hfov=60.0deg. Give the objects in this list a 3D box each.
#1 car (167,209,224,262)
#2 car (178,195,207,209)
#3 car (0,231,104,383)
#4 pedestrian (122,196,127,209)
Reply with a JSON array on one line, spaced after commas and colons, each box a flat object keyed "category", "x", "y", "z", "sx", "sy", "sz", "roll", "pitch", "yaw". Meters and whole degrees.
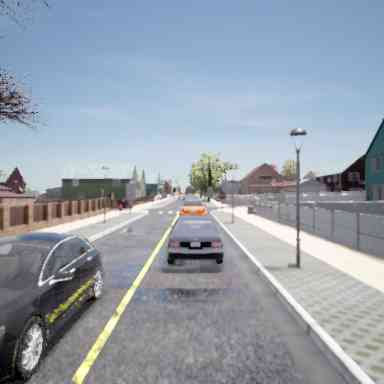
[{"category": "car", "x": 0.100, "y": 1.565, "z": 12.072, "sx": 2.033, "sy": 1.411, "sz": 5.357, "roll": 0, "pitch": 0, "yaw": 0}, {"category": "car", "x": 0.097, "y": 1.387, "z": 26.301, "sx": 2.097, "sy": 1.767, "sz": 4.553, "roll": 0, "pitch": 0, "yaw": 0}, {"category": "car", "x": -2.848, "y": 1.513, "z": 5.542, "sx": 1.837, "sy": 1.490, "sz": 4.892, "roll": 0, "pitch": 0, "yaw": 0}, {"category": "pedestrian", "x": -9.689, "y": 1.513, "z": 47.478, "sx": 0.375, "sy": 1.860, "sz": 0.375, "roll": 0, "pitch": 0, "yaw": 0}]
